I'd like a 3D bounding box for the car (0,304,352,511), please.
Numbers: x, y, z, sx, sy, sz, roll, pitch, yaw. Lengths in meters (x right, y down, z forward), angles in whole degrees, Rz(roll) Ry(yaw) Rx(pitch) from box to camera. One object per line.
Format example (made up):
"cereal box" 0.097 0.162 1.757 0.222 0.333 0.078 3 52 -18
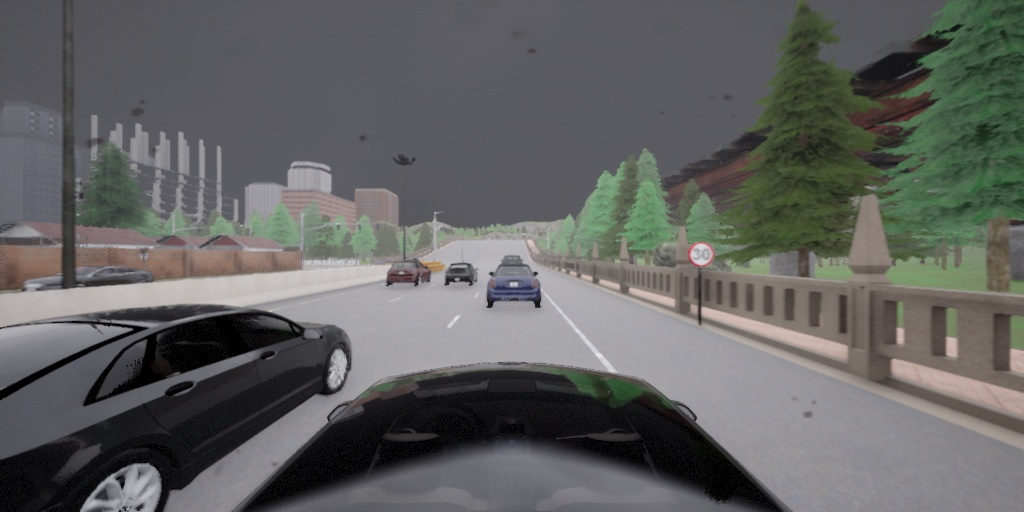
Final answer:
"car" -3.422 1.255 3.705 1.837 1.490 4.892 0 0 0

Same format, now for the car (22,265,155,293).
"car" -21.131 1.236 18.214 2.128 1.511 4.902 0 0 0

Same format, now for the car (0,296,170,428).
"car" -6.898 1.354 3.880 1.895 1.301 4.718 0 0 0

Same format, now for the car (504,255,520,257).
"car" 0.025 0.911 36.893 2.150 2.045 5.566 0 0 0

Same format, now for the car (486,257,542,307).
"car" 0.071 1.077 15.396 2.097 1.767 4.553 0 0 0

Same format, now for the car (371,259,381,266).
"car" -17.601 1.190 48.779 2.128 1.511 4.902 0 0 0

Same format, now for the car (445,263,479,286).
"car" -3.448 1.218 24.991 1.837 1.490 4.892 0 0 0

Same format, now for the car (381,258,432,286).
"car" -6.947 1.071 24.661 2.097 1.767 4.553 0 0 0
